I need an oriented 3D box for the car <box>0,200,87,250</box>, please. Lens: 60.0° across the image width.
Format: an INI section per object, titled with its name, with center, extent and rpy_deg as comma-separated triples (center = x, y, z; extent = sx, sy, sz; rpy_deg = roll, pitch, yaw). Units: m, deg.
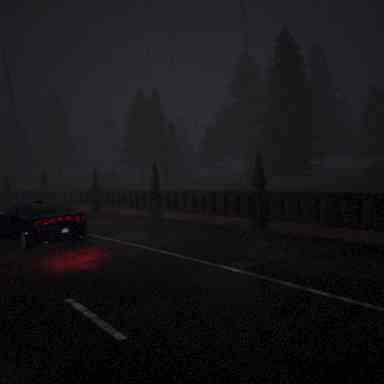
[car]
center = -5.732, 1.044, 12.310
extent = 1.882, 1.535, 5.008
rpy_deg = -5, 4, -43
